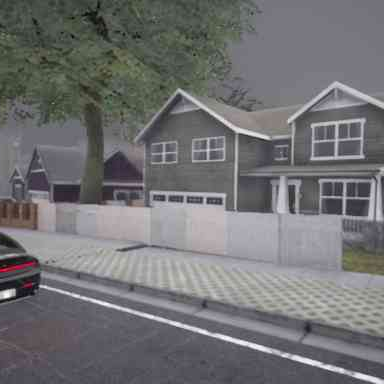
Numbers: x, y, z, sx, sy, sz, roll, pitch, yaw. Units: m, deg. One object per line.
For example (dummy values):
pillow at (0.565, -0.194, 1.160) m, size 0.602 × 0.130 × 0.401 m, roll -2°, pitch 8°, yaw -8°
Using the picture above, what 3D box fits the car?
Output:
car at (-5.226, 1.559, 7.238) m, size 4.892 × 1.490 × 1.837 m, roll 0°, pitch 0°, yaw 35°
